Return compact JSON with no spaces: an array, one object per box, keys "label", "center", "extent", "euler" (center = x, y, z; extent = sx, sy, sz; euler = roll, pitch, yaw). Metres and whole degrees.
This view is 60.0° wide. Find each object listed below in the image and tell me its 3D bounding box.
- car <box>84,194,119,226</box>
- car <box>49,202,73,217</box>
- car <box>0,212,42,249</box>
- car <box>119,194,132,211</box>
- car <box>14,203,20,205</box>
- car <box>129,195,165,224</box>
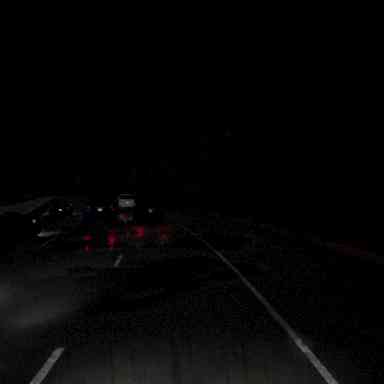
[{"label":"car","center":[-6.609,1.257,24.315],"extent":[2.150,2.045,5.566],"euler":[0,0,-13]},{"label":"car","center":[-12.692,1.621,32.363],"extent":[1.994,1.385,4.181],"euler":[0,0,-18]},{"label":"car","center":[-8.178,1.580,14.441],"extent":[2.033,1.411,5.357],"euler":[0,0,-9]},{"label":"car","center":[-8.482,1.274,41.418],"extent":[2.150,2.045,5.566],"euler":[0,0,-20]},{"label":"car","center":[-30.450,1.723,59.359],"extent":[1.895,1.301,4.718],"euler":[0,0,-21]},{"label":"car","center":[-3.433,1.380,25.655],"extent":[2.097,1.767,4.553],"euler":[0,0,-14]}]
